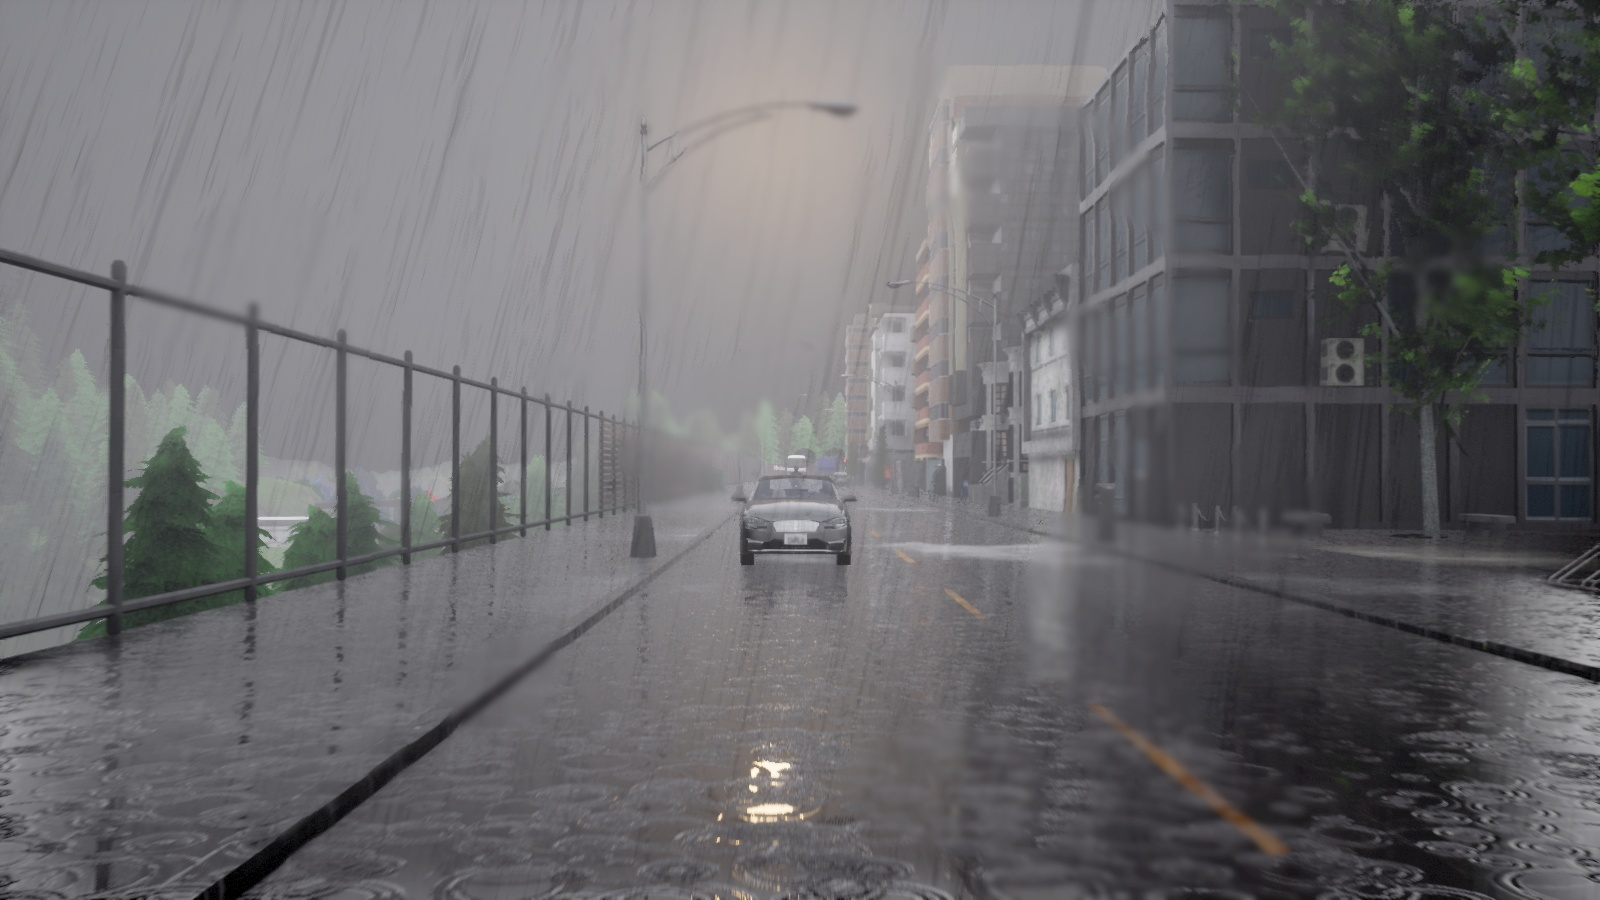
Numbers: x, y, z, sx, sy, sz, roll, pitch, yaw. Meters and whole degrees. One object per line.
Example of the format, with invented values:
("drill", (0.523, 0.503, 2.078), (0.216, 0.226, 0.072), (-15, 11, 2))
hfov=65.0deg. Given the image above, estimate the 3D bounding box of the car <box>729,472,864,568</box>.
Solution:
("car", (-0.063, 1.143, 22.193), (2.128, 1.511, 4.902), (0, -1, 0))
